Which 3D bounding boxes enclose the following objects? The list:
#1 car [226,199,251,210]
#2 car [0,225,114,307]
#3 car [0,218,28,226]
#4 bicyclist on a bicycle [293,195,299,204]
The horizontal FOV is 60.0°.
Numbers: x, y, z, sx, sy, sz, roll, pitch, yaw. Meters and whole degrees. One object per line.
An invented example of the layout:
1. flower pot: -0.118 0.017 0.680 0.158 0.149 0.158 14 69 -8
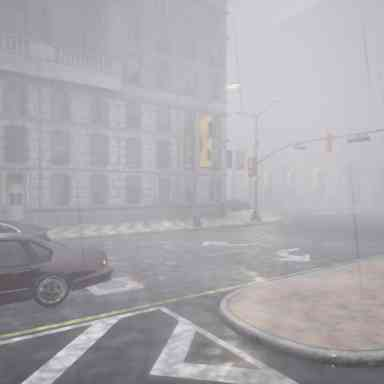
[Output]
1. car: 5.710 1.563 43.137 1.994 1.385 4.181 0 0 -35
2. car: -4.315 1.547 6.460 5.357 1.411 2.033 0 0 -34
3. car: -6.505 1.492 9.243 4.902 1.511 2.128 0 0 -37
4. bicyclist on a bicycle: 17.887 1.299 57.105 1.656 1.620 0.582 0 0 -35
